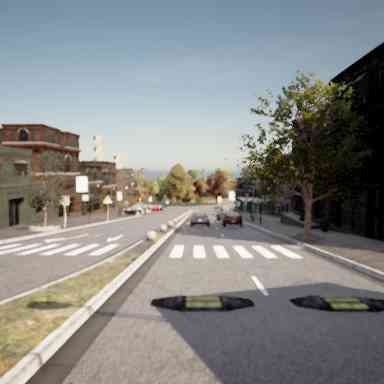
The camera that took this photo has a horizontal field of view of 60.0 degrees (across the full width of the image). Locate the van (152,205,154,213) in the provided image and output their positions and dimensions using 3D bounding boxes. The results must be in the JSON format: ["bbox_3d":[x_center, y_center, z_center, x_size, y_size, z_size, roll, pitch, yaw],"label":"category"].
[{"bbox_3d":[-12.100,4.126,79.036,4.442,1.987,1.878,0,-3,-19],"label":"van"}]

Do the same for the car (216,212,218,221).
[{"bbox_3d":[4.356,3.211,46.274,2.128,1.511,4.902,0,-2,2],"label":"car"}]

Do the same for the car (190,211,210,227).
[{"bbox_3d":[0.852,2.808,34.472,1.994,1.385,4.181,0,-2,2],"label":"car"}]

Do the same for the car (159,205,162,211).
[{"bbox_3d":[-11.972,4.562,91.153,5.566,2.045,2.435,0,-2,-19],"label":"car"}]

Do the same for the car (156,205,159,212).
[{"bbox_3d":[-12.005,4.699,88.115,4.892,1.521,2.231,0,-2,-19],"label":"car"}]

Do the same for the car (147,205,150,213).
[{"bbox_3d":[-12.367,4.150,72.880,4.792,1.488,2.163,0,-2,-19],"label":"car"}]

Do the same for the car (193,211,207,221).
[{"bbox_3d":[1.116,3.321,46.639,1.895,1.301,4.718,0,-2,2],"label":"car"}]

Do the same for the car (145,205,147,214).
[{"bbox_3d":[-12.431,3.881,69.846,4.553,1.767,2.185,0,-3,-19],"label":"car"}]

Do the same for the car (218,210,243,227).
[{"bbox_3d":[4.049,2.725,34.143,1.882,1.535,5.008,0,-2,2],"label":"car"}]

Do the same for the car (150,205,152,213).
[{"bbox_3d":[-12.450,4.232,75.877,5.366,1.575,1.946,0,-2,-19],"label":"car"}]

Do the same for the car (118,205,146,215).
[{"bbox_3d":[-12.444,3.893,66.800,4.892,1.521,2.231,0,-2,-19],"label":"car"}]
